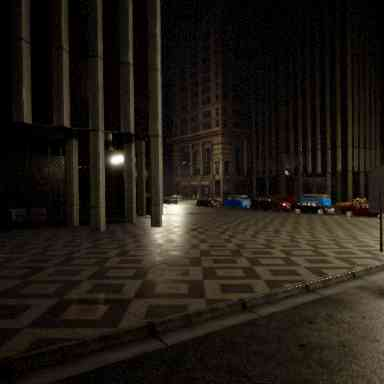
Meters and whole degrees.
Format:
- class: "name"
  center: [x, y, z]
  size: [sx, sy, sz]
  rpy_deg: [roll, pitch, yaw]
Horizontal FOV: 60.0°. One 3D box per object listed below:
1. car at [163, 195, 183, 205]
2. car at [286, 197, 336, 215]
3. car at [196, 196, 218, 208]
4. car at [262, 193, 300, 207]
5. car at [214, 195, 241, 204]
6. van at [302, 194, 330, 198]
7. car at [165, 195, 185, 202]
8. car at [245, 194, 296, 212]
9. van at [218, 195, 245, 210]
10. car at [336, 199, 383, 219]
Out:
- class: "car"
  center: [-4.054, 1.439, 55.786]
  size: [2.008, 1.369, 4.403]
  rpy_deg: [-1, 1, -36]
- class: "car"
  center: [12.100, 1.549, 33.375]
  size: [2.008, 1.369, 4.403]
  rpy_deg: [-1, 1, -36]
- class: "car"
  center: [2.407, 1.372, 46.820]
  size: [1.967, 1.590, 4.097]
  rpy_deg: [-1, 1, -36]
- class: "car"
  center: [12.566, 1.130, 47.313]
  size: [2.192, 1.841, 5.009]
  rpy_deg: [-1, 1, -36]
- class: "car"
  center: [6.011, 1.297, 56.419]
  size: [1.752, 1.417, 4.829]
  rpy_deg: [-1, 1, -36]
- class: "van"
  center: [15.795, 1.179, 42.830]
  size: [1.690, 1.788, 3.998]
  rpy_deg: [-1, 1, -36]
- class: "car"
  center: [-3.576, 1.258, 69.731]
  size: [2.008, 1.369, 4.403]
  rpy_deg: [-1, 1, -36]
- class: "car"
  center: [8.868, 1.290, 37.855]
  size: [2.192, 1.841, 5.009]
  rpy_deg: [-1, 1, -36]
- class: "van"
  center: [5.636, 1.294, 42.338]
  size: [1.690, 1.788, 3.998]
  rpy_deg: [-1, 1, -36]
- class: "car"
  center: [15.331, 1.567, 28.892]
  size: [1.887, 1.381, 4.507]
  rpy_deg: [-1, 1, -36]
